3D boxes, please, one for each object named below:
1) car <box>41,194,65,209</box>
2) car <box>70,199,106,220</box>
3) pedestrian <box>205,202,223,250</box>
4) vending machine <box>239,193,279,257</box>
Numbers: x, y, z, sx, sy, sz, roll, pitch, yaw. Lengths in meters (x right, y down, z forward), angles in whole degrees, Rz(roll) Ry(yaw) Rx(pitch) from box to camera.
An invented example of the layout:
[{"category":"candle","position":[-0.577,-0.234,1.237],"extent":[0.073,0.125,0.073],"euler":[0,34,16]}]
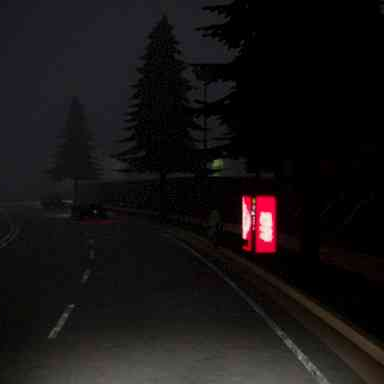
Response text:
[{"category":"car","position":[-16.711,1.049,39.757],"extent":[2.097,1.767,4.553],"euler":[0,1,-32]},{"category":"car","position":[-8.174,1.279,25.973],"extent":[1.882,1.535,5.008],"euler":[0,0,-30]},{"category":"pedestrian","position":[0.797,1.201,12.132],"extent":[0.375,1.860,0.375],"euler":[0,0,-15]},{"category":"vending machine","position":[2.341,1.106,11.634],"extent":[1.100,2.100,0.880],"euler":[0,0,-14]}]
